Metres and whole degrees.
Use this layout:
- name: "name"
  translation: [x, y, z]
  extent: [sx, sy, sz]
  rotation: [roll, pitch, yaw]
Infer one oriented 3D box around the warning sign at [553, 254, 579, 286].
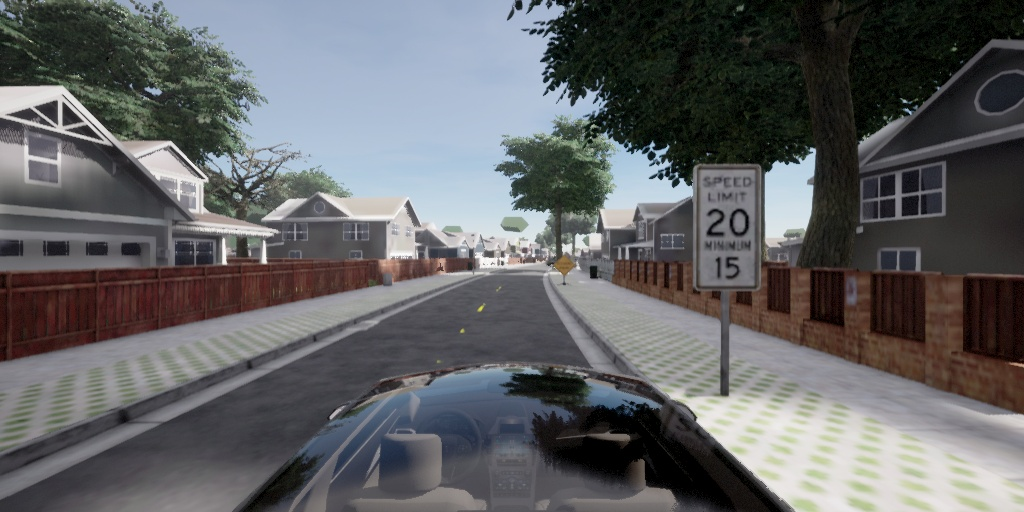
- name: "warning sign"
  translation: [3.117, 0.838, 21.407]
  extent: [1.300, 1.860, 1.060]
  rotation: [0, 0, 3]
